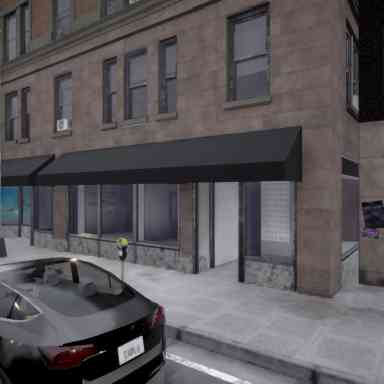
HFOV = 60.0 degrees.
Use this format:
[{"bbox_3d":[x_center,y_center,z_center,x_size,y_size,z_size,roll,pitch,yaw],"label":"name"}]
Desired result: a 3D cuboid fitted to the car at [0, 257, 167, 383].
[{"bbox_3d":[-2.280,1.566,4.428,4.313,1.339,1.947,0,0,35],"label":"car"}]
